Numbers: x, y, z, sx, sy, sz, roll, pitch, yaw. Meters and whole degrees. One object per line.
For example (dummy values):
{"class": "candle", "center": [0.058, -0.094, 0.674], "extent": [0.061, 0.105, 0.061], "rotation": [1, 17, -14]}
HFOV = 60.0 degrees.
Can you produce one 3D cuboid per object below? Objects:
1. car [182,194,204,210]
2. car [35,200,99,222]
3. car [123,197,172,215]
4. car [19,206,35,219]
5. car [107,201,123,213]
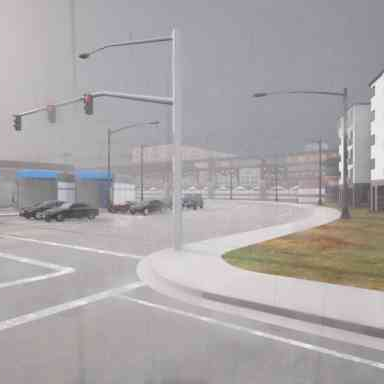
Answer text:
{"class": "car", "center": [-0.030, 1.221, 43.744], "extent": [2.150, 2.045, 5.566], "rotation": [0, 0, 16]}
{"class": "car", "center": [-9.590, 1.526, 26.544], "extent": [1.812, 1.442, 4.674], "rotation": [0, 0, 36]}
{"class": "car", "center": [-4.459, 1.505, 34.031], "extent": [1.837, 1.490, 4.892], "rotation": [0, 0, 30]}
{"class": "car", "center": [-12.299, 1.505, 28.770], "extent": [1.837, 1.490, 4.892], "rotation": [0, 0, 36]}
{"class": "car", "center": [-7.067, 1.601, 36.378], "extent": [1.895, 1.301, 4.718], "rotation": [0, 0, 30]}
